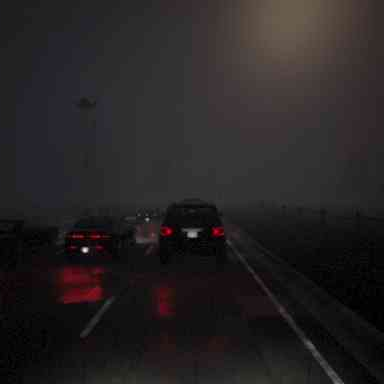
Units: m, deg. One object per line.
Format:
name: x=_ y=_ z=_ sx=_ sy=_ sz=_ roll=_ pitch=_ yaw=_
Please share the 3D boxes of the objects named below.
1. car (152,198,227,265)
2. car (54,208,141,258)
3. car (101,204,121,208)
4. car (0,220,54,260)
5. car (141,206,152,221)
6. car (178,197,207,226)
car: x=0.025 y=1.343 z=12.338 sx=2.150 sy=2.045 sz=5.566 roll=0 pitch=0 yaw=0
car: x=-3.463 y=1.634 z=13.275 sx=1.837 sy=1.490 sz=4.892 roll=0 pitch=0 yaw=1
car: x=-6.941 y=1.798 z=28.677 sx=1.812 sy=1.442 sz=4.674 roll=0 pitch=0 yaw=1
car: x=-6.967 y=1.726 z=13.025 sx=1.895 sy=1.301 sz=4.718 roll=0 pitch=-1 yaw=0
car: x=-3.449 y=1.867 z=28.021 sx=1.895 sy=1.301 sz=4.718 roll=0 pitch=-1 yaw=0
car: x=0.043 y=1.483 z=27.344 sx=2.150 sy=2.045 sz=5.566 roll=0 pitch=0 yaw=0
